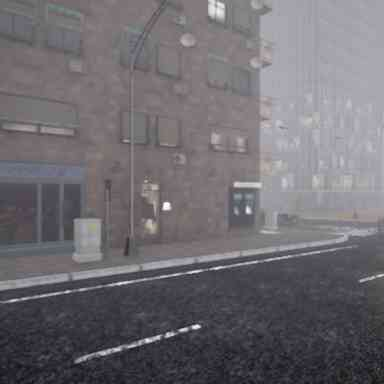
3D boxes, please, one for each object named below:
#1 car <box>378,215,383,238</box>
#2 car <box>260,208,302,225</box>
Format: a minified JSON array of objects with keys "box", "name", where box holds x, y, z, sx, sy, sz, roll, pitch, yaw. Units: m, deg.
[{"box":[10.897,1.630,16.787,2.097,1.767,4.553,1,-2,20],"name":"car"},{"box":[7.334,2.141,29.736,1.895,1.301,4.718,0,-1,-36],"name":"car"}]
